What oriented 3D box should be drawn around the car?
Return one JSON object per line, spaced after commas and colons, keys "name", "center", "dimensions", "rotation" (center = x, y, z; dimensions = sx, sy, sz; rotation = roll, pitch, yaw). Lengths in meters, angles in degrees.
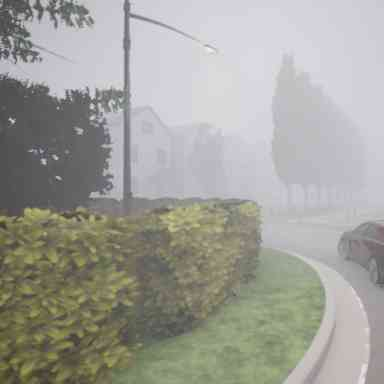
{"name": "car", "center": [5.692, 1.533, 9.482], "dimensions": [1.882, 1.535, 5.008], "rotation": [0, 0, 11]}
